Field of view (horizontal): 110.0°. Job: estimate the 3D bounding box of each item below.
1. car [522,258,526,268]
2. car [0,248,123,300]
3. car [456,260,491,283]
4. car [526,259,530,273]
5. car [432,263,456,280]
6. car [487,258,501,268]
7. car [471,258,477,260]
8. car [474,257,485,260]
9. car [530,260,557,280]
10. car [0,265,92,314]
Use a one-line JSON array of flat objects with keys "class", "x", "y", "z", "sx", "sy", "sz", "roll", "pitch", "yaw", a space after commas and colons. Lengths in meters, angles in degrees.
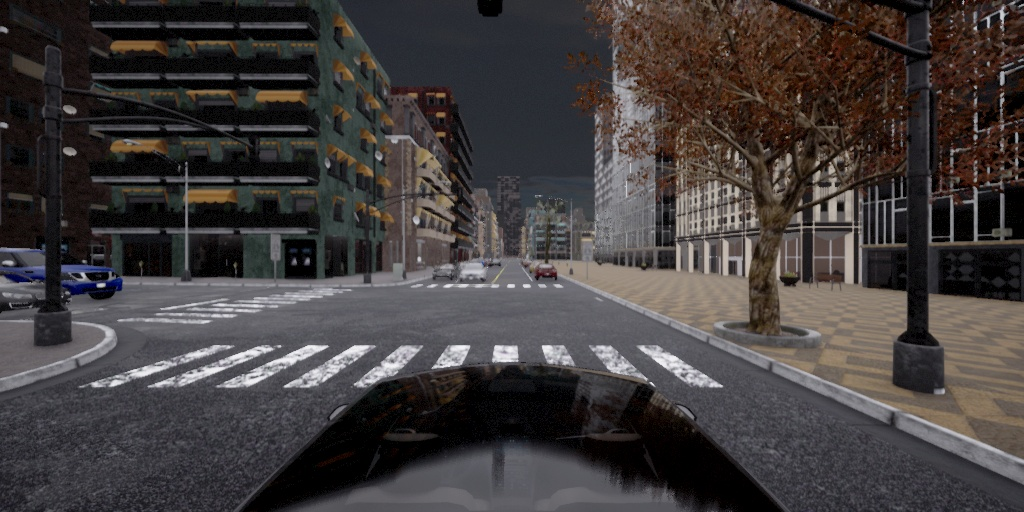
[{"class": "car", "x": 2.907, "y": 1.325, "z": 58.046, "sx": 1.802, "sy": 1.307, "sz": 4.207, "roll": 0, "pitch": 0, "yaw": 0}, {"class": "car", "x": -18.383, "y": 0.728, "z": 13.618, "sx": 5.566, "sy": 2.045, "sz": 2.150, "roll": 1, "pitch": 0, "yaw": 0}, {"class": "car", "x": -2.900, "y": 1.273, "z": 27.813, "sx": 1.812, "sy": 1.442, "sz": 4.674, "roll": 0, "pitch": 0, "yaw": 0}, {"class": "car", "x": 2.843, "y": 1.263, "z": 41.619, "sx": 1.751, "sy": 1.417, "sz": 4.829, "roll": 0, "pitch": 0, "yaw": 0}, {"class": "car", "x": -5.581, "y": 1.287, "z": 30.416, "sx": 2.007, "sy": 1.370, "sz": 4.403, "roll": 0, "pitch": 0, "yaw": 0}, {"class": "car", "x": -2.774, "y": 1.164, "z": 60.438, "sx": 1.882, "sy": 1.535, "sz": 5.008, "roll": 0, "pitch": 0, "yaw": 0}, {"class": "car", "x": -5.538, "y": 1.288, "z": 41.482, "sx": 2.007, "sy": 1.370, "sz": 4.403, "roll": 0, "pitch": 0, "yaw": 0}, {"class": "car", "x": -5.494, "y": 1.181, "z": 52.547, "sx": 1.967, "sy": 1.591, "sz": 4.097, "roll": 0, "pitch": 0, "yaw": 0}, {"class": "car", "x": 2.799, "y": 1.282, "z": 30.383, "sx": 1.888, "sy": 1.381, "sz": 4.507, "roll": 0, "pitch": 0, "yaw": 0}, {"class": "car", "x": -16.402, "y": 1.083, "z": 11.042, "sx": 4.403, "sy": 1.370, "sz": 2.007, "roll": 0, "pitch": 0, "yaw": 0}]
